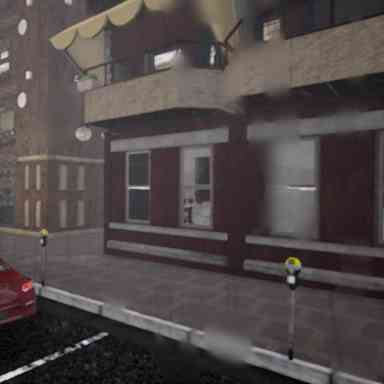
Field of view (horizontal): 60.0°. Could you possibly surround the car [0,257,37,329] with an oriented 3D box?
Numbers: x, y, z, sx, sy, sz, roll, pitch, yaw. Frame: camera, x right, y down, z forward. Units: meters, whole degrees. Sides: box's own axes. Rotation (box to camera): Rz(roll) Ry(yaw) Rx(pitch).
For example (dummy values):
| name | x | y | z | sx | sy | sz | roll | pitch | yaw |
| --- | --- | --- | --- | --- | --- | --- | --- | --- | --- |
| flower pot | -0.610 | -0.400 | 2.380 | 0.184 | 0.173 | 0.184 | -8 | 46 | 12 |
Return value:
| name | x | y | z | sx | sy | sz | roll | pitch | yaw |
| --- | --- | --- | --- | --- | --- | --- | --- | --- | --- |
| car | -4.369 | 1.585 | 5.810 | 4.206 | 1.307 | 1.802 | 0 | 1 | 35 |
